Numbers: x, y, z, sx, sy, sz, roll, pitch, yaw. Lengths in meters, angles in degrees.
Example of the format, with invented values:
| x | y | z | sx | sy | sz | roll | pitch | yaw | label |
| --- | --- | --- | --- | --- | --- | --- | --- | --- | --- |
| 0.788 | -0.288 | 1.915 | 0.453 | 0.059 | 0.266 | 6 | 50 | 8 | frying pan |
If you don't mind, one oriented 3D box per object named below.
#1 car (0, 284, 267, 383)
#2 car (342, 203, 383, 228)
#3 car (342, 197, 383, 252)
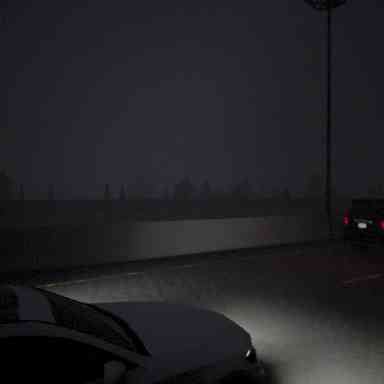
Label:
| x | y | z | sx | sy | sz | roll | pitch | yaw | label |
| --- | --- | --- | --- | --- | --- | --- | --- | --- | --- |
| -1.479 | 1.514 | 2.560 | 4.674 | 1.442 | 1.812 | 0 | 0 | -36 | car |
| 12.425 | 1.514 | 22.055 | 4.674 | 1.442 | 1.812 | 0 | 0 | -22 | car |
| 8.062 | 1.218 | 12.280 | 5.566 | 2.045 | 2.150 | 0 | 0 | -27 | car |
